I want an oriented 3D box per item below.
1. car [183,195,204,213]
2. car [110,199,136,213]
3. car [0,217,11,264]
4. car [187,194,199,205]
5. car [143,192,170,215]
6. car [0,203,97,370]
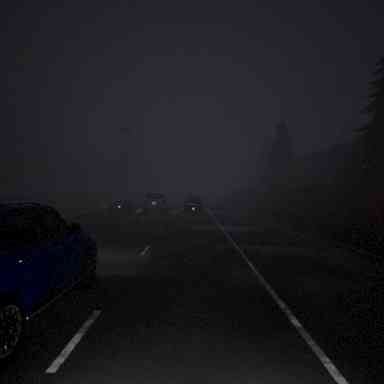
[{"bbox_3d":[0.136,1.310,33.640,1.837,1.490,4.892,0,0,0],"label":"car"},{"bbox_3d":[-6.866,1.370,33.509,1.994,1.385,4.181,0,0,0],"label":"car"},{"bbox_3d":[-6.890,1.513,8.716,1.994,1.385,4.181,0,0,0],"label":"car"},{"bbox_3d":[0.156,1.173,52.931,1.882,1.535,5.008,0,0,0],"label":"car"},{"bbox_3d":[-3.367,1.037,32.122,2.150,2.045,5.566,0,1,0],"label":"car"},{"bbox_3d":[-3.392,1.188,5.767,2.150,2.045,5.566,0,0,0],"label":"car"}]
